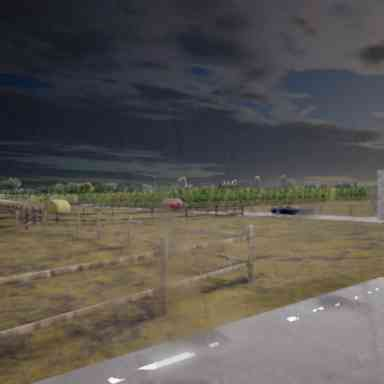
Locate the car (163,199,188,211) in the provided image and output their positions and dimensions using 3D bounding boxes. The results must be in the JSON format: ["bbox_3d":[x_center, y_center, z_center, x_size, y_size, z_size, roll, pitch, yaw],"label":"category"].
[{"bbox_3d":[-2.879,2.145,56.483,2.150,2.045,5.566,0,-1,-35],"label":"car"}]

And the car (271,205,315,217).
[{"bbox_3d":[11.139,2.055,36.897,1.895,1.301,4.718,0,-1,-36],"label":"car"}]
